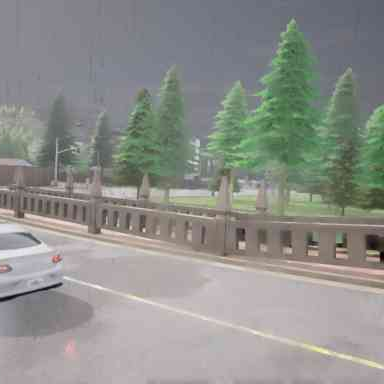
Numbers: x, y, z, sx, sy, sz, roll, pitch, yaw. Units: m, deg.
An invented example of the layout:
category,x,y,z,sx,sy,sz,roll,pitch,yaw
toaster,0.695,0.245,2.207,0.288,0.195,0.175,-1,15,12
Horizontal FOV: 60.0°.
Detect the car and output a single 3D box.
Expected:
category,x,y,z,sx,sy,sz,roll,pitch,yaw
car,-4.703,1.371,7.318,4.674,1.442,1.812,3,2,35
